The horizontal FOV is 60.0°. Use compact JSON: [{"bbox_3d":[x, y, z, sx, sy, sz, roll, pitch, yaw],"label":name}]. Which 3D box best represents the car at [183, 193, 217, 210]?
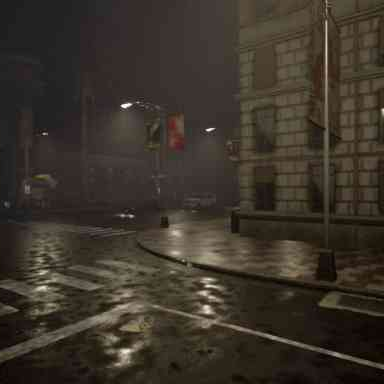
[{"bbox_3d":[1.092,1.222,43.890,2.150,2.045,5.566,0,0,37],"label":"car"}]

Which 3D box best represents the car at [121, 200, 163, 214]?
[{"bbox_3d":[-5.027,1.547,35.640,2.033,1.411,5.357,0,0,36],"label":"car"}]

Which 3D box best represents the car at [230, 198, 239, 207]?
[{"bbox_3d":[7.922,1.478,51.655,5.008,1.535,1.882,0,0,-43],"label":"car"}]
